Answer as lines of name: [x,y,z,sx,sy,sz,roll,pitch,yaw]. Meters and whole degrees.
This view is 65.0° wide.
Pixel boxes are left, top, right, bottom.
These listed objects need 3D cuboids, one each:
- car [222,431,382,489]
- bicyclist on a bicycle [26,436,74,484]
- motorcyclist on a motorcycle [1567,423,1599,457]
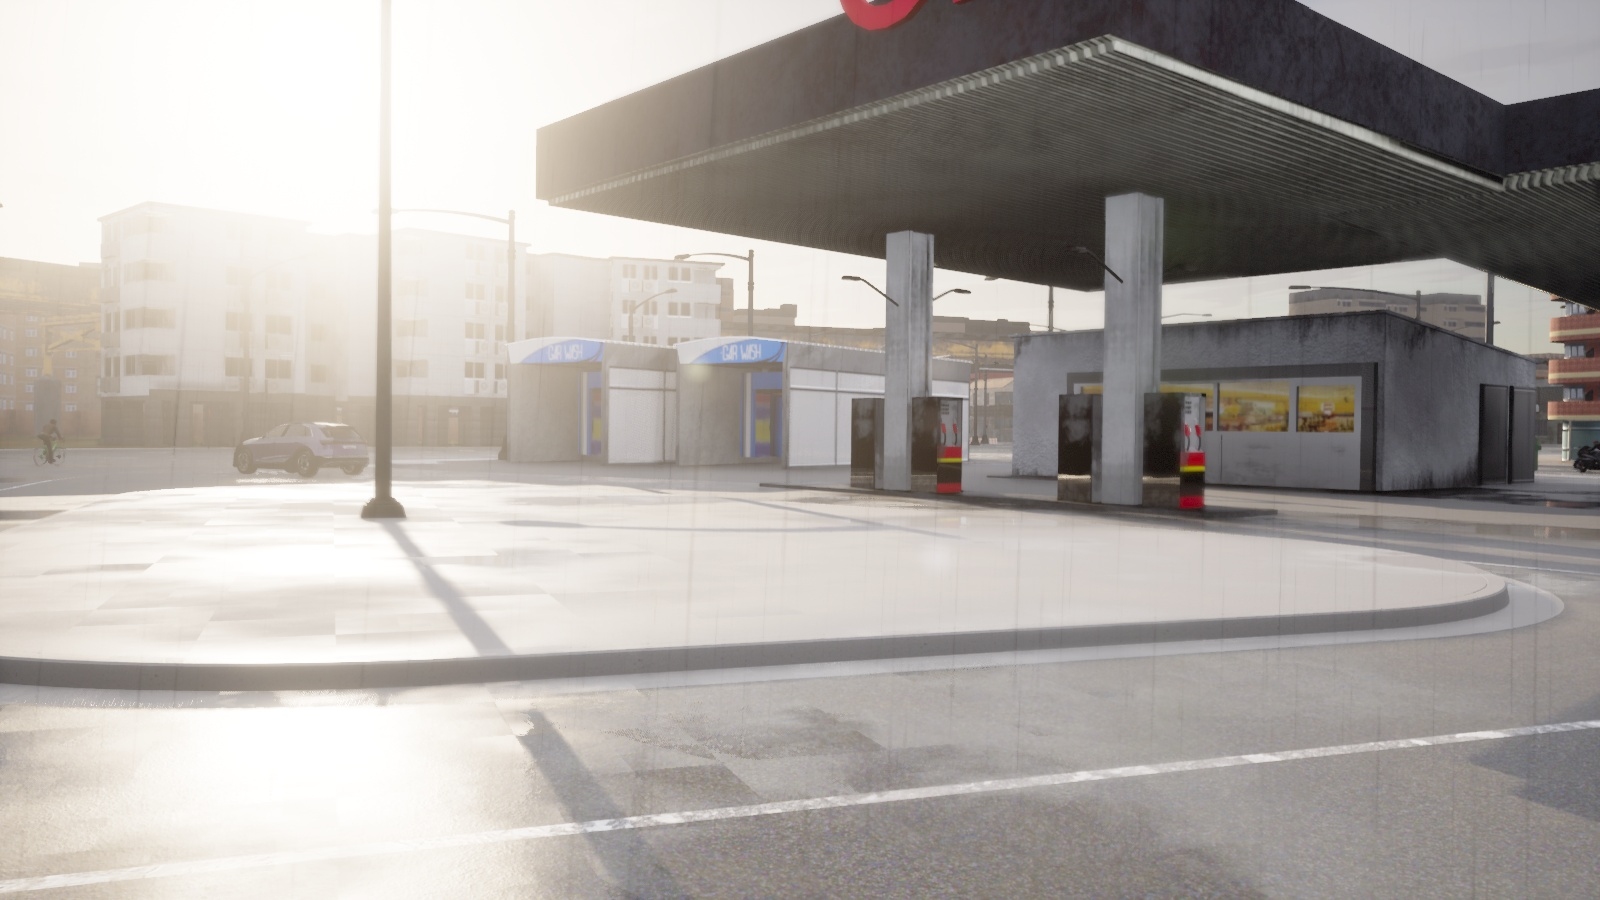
car: [-15.202,0.269,38.297,4.856,1.649,2.033,0,1,32]
bicyclist on a bicycle: [-25.759,0.324,43.169,0.582,1.620,1.656,0,1,3]
motorcyclist on a motorcycle: [35.969,-0.459,56.692,0.866,1.530,2.191,-1,1,-22]
